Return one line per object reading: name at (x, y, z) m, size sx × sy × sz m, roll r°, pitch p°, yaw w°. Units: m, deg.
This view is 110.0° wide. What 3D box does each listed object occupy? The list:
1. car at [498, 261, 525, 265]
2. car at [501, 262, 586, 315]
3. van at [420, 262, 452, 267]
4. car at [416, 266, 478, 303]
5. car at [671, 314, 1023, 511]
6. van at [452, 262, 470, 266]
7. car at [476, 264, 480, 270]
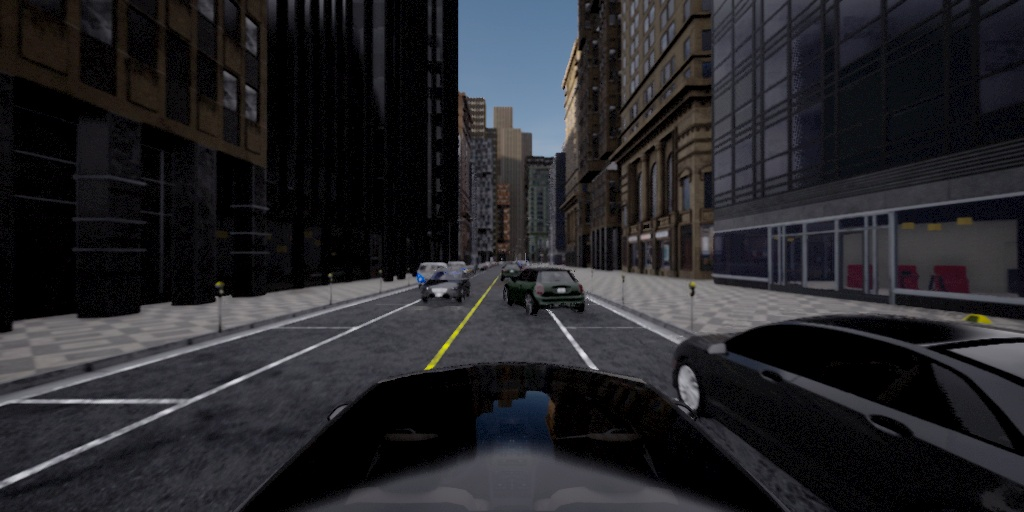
car at (-0.011, 1.503, 36.384) m, size 2.097 × 1.767 × 4.553 m, roll 0°, pitch -1°, yaw 0°
car at (1.148, 1.252, 14.607) m, size 2.097 × 1.767 × 4.553 m, roll 0°, pitch -1°, yaw -16°
van at (-5.740, 1.375, 26.148) m, size 1.690 × 1.789 × 3.998 m, roll 0°, pitch 0°, yaw 0°
car at (-3.145, 1.430, 17.885) m, size 2.128 × 1.511 × 4.902 m, roll 0°, pitch -1°, yaw 0°
car at (3.145, 1.270, 3.108) m, size 1.837 × 1.490 × 4.892 m, roll 0°, pitch -1°, yaw 0°
van at (-5.774, 1.506, 37.445) m, size 1.690 × 1.789 × 3.998 m, roll 0°, pitch 0°, yaw 0°
car at (-5.809, 1.863, 48.742) m, size 1.948 × 1.339 × 4.313 m, roll 0°, pitch 0°, yaw 0°
